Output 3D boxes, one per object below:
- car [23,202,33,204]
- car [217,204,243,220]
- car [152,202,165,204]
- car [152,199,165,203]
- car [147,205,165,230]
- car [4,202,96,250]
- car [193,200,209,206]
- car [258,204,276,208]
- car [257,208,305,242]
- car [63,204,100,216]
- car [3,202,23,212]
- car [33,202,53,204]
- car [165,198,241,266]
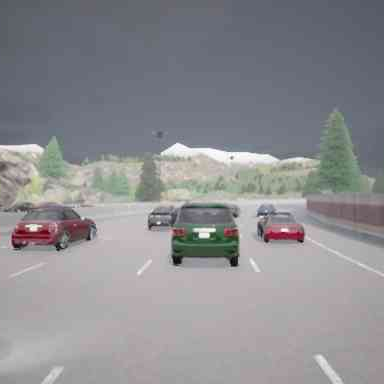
[{"bbox_3d":[-19.090,2.010,43.382,1.882,1.535,5.008,0,-1,15],"label":"car"},{"bbox_3d":[3.964,1.961,34.105,2.033,1.411,5.357,0,-1,14],"label":"car"},{"bbox_3d":[-2.521,2.050,36.902,1.895,1.301,4.718,0,-1,14],"label":"car"},{"bbox_3d":[-7.847,2.457,80.749,1.882,1.535,5.008,0,-1,27],"label":"car"},{"bbox_3d":[-1.710,1.774,23.156,2.128,1.511,4.902,0,-1,9],"label":"car"},{"bbox_3d":[-6.171,1.542,15.474,2.097,1.767,4.553,0,-1,5],"label":"car"},{"bbox_3d":[2.125,2.521,77.068,1.895,1.301,4.718,0,-1,29],"label":"car"},{"bbox_3d":[8.207,2.004,36.375,1.994,1.385,4.181,0,-1,15],"label":"car"},{"bbox_3d":[4.602,1.778,17.613,1.994,1.385,4.181,0,-1,7],"label":"car"},{"bbox_3d":[-12.933,2.083,39.330,1.895,1.301,4.718,0,-1,14],"label":"car"},{"bbox_3d":[-22.558,2.045,43.938,1.837,1.490,4.892,0,-1,15],"label":"car"},{"bbox_3d":[-16.396,2.090,39.891,1.895,1.301,4.718,0,-1,14],"label":"car"},{"bbox_3d":[0.554,1.375,12.376,2.150,2.045,5.566,0,0,4],"label":"car"}]
